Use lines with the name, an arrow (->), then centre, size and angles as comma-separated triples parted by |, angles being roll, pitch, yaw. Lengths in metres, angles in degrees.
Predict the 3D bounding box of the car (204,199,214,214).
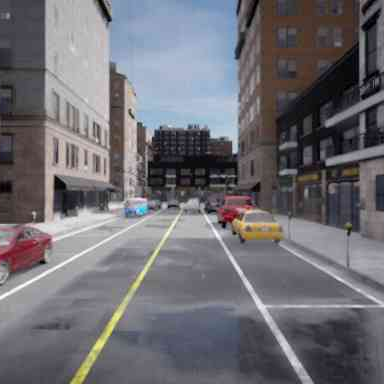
car -> 2.642, 1.750, 37.763 | 1.947, 1.339, 4.313 | 0, 0, 0

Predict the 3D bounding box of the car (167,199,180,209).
car -> -2.764, 1.796, 50.752 | 2.033, 1.411, 5.357 | 0, 0, 0

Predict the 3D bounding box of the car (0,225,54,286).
car -> -5.386, 1.628, 9.455 | 1.802, 1.307, 4.206 | 0, 0, 0

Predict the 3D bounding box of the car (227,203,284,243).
car -> 3.027, 1.536, 16.341 | 1.801, 1.575, 5.366 | 0, 0, 0

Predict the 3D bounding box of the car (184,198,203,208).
car -> 0.338, 1.768, 56.003 | 2.128, 1.511, 4.902 | 0, 0, 12

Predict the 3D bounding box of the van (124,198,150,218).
van -> -5.383, 1.498, 32.103 | 1.690, 1.788, 3.998 | 0, 0, 0

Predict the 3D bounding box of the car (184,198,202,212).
car -> 0.082, 1.731, 42.091 | 1.812, 1.442, 4.674 | 0, 0, 0

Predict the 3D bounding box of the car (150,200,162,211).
car -> -5.382, 1.763, 43.426 | 2.008, 1.369, 4.403 | 0, 0, 0

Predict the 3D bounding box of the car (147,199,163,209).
car -> -5.381, 1.806, 49.088 | 1.947, 1.339, 4.313 | 0, 0, 0

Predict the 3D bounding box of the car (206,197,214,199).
car -> 2.643, 1.527, 43.426 | 2.192, 1.841, 5.009 | 0, 0, 0

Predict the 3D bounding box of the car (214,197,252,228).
car -> 2.984, 1.333, 23.182 | 2.150, 2.045, 5.566 | 0, 0, 0
